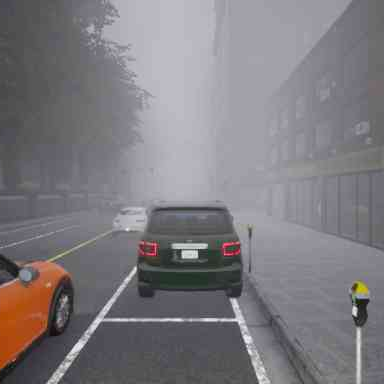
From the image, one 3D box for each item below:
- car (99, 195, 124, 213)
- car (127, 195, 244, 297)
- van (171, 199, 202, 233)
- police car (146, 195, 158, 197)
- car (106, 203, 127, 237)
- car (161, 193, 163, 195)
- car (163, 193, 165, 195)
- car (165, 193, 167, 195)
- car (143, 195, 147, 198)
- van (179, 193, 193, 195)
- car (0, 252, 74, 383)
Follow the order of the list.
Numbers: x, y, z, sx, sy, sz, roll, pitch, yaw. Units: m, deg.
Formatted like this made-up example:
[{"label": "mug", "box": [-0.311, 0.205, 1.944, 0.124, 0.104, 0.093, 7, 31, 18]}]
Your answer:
[{"label": "car", "box": [-8.815, 1.291, 36.940, 2.192, 1.841, 5.009, 0, 0, 0]}, {"label": "car", "box": [-0.039, 1.218, 8.679, 2.150, 2.045, 5.566, 0, 0, 0]}, {"label": "van", "box": [-0.290, 1.333, 19.998, 1.690, 1.788, 3.998, 0, 0, 0]}, {"label": "police car", "box": [-3.147, 1.405, 33.449, 1.930, 1.638, 5.238, 0, 0, 0]}, {"label": "car", "box": [-3.043, 1.519, 18.006, 1.812, 1.442, 4.674, 0, 0, 0]}, {"label": "car", "box": [-8.815, 1.432, 80.459, 1.752, 1.417, 4.829, 0, 0, 0]}, {"label": "car", "box": [-8.815, 1.450, 86.079, 2.008, 1.369, 4.403, 0, 0, 0]}, {"label": "car", "box": [-8.815, 1.438, 91.530, 1.887, 1.381, 4.507, 0, 0, 0]}, {"label": "car", "box": [-6.145, 1.203, 47.437, 1.812, 1.442, 4.674, 0, 0, 0]}, {"label": "van", "box": [-0.290, 1.317, 36.980, 1.690, 1.788, 3.998, 0, 0, 0]}, {"label": "car", "box": [-3.045, 1.352, 3.796, 2.097, 1.767, 4.553, 0, 0, 0]}]
